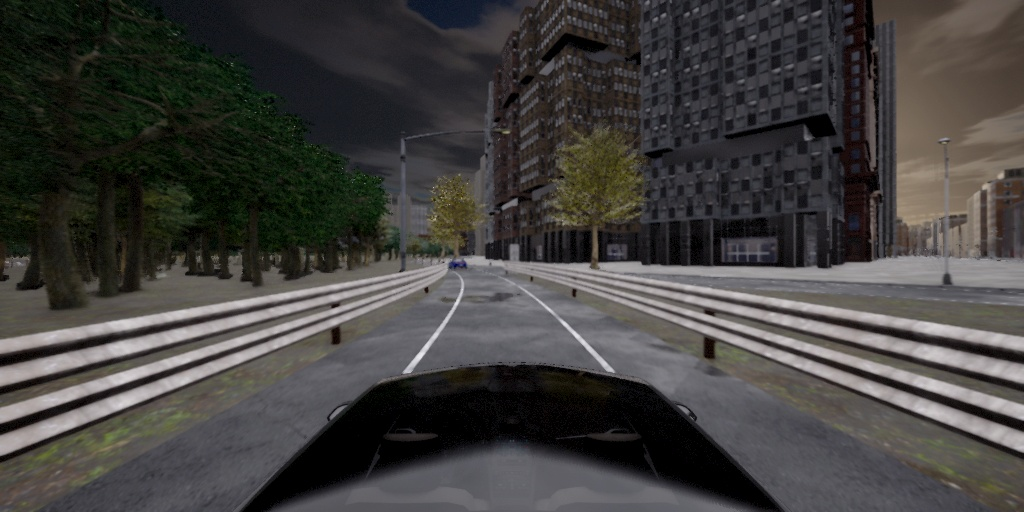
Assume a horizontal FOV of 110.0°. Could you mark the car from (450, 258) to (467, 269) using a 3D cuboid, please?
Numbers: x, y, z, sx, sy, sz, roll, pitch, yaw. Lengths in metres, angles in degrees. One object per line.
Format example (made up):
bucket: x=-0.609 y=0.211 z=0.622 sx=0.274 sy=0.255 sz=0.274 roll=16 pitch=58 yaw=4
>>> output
car: x=-7.819 y=1.078 z=52.110 sx=1.882 sy=1.535 sz=5.008 roll=0 pitch=0 yaw=-19
